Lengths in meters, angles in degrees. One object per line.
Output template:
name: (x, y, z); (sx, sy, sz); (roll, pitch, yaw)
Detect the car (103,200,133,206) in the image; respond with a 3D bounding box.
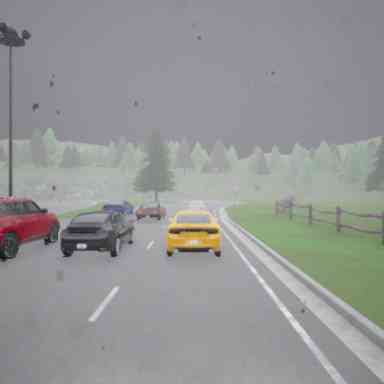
car: (-6.541, 1.431, 30.054); (1.882, 1.535, 5.008); (0, 0, 3)

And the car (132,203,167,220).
car: (-3.210, 1.559, 27.087); (1.895, 1.301, 4.718); (0, 0, 3)

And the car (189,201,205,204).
car: (0.430, 1.479, 29.523); (1.812, 1.442, 4.674); (0, 0, 3)

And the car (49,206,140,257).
car: (-3.432, 1.482, 12.819); (1.837, 1.490, 4.892); (0, -1, 0)

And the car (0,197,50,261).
car: (-6.934, 1.204, 12.383); (2.150, 2.045, 5.566); (0, 0, 0)

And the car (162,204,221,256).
car: (0.069, 1.457, 13.090); (1.882, 1.535, 5.008); (0, 0, 0)
